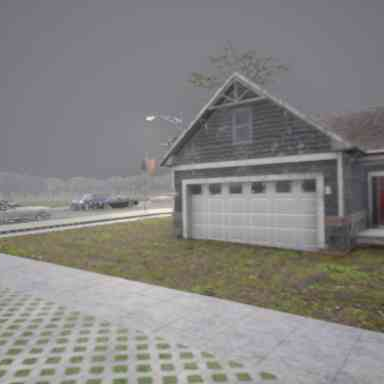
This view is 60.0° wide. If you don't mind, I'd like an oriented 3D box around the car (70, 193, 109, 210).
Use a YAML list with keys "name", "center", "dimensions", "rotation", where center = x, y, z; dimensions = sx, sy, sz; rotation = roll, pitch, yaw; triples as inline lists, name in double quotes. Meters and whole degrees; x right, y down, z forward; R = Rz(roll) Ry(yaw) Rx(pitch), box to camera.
- name: "car"
  center: [-10.073, 0.893, 33.820]
  dimensions: [2.097, 1.767, 4.553]
  rotation: [-2, 1, 37]

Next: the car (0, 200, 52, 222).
- name: "car"
  center: [-11.627, 1.340, 21.387]
  dimensions: [1.895, 1.301, 4.718]
  rotation: [-2, 1, 40]

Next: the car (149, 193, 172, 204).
- name: "car"
  center: [-3.245, 0.804, 42.655]
  dimensions: [1.895, 1.301, 4.718]
  rotation: [-2, 1, 38]

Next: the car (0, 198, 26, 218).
- name: "car"
  center: [-15.981, 1.344, 26.152]
  dimensions: [1.837, 1.490, 4.892]
  rotation: [-2, 1, 36]

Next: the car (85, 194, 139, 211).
- name: "car"
  center: [-7.446, 1.071, 31.901]
  dimensions: [1.895, 1.301, 4.718]
  rotation: [-2, 1, 38]
